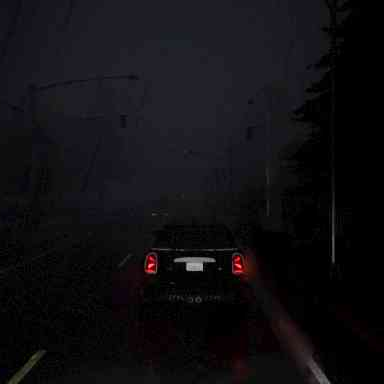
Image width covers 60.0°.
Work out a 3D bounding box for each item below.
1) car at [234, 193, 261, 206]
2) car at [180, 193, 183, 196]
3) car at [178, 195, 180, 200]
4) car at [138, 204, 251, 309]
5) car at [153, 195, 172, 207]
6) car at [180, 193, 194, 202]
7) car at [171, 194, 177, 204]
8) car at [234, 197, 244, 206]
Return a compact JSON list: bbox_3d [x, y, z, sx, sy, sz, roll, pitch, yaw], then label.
[{"bbox_3d":[8.504,1.135,51.271,3.866,1.878,1.905,0,0,-1],"label":"car"},{"bbox_3d":[-2.115,1.140,83.545,2.097,1.767,4.553,0,0,-13],"label":"car"},{"bbox_3d":[-4.143,1.310,69.806,2.097,1.767,4.553,0,0,-1],"label":"car"},{"bbox_3d":[0.072,1.350,8.047,2.097,1.767,4.553,0,0,1],"label":"car"},{"bbox_3d":[-3.986,1.487,43.622,1.812,1.442,4.674,0,0,0],"label":"car"},{"bbox_3d":[-0.841,1.539,73.411,1.895,1.301,4.718,0,0,-7],"label":"car"},{"bbox_3d":[-4.062,1.463,56.078,1.837,1.490,4.892,0,0,0],"label":"car"},{"bbox_3d":[8.915,1.134,48.761,4.605,1.855,1.932,0,0,-1],"label":"car"}]
